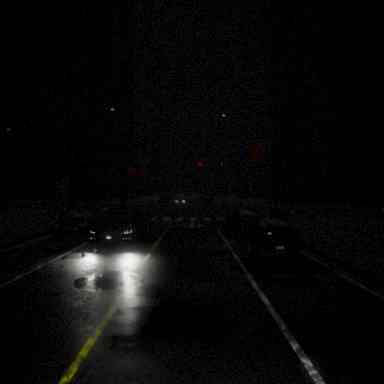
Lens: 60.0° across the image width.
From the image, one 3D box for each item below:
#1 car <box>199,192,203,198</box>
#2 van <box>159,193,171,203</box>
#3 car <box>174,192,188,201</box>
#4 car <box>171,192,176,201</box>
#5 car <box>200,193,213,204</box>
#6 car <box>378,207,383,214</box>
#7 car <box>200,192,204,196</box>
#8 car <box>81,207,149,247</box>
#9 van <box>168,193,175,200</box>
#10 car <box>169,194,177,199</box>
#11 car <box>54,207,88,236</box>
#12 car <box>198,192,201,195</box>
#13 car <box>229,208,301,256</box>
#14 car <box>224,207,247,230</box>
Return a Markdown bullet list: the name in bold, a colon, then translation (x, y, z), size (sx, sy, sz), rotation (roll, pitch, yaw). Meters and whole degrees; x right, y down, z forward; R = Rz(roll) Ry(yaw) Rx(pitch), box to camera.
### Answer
- **car**: translation (3.051, 1.324, 70.804), size (2.008, 1.369, 4.403), rotation (0, 0, 1)
- **van**: translation (-5.523, 1.131, 65.366), size (1.690, 1.788, 3.998), rotation (0, 0, 1)
- **car**: translation (-2.638, 0.975, 79.035), size (2.150, 2.045, 5.566), rotation (0, 0, 1)
- **car**: translation (-5.424, 1.323, 76.391), size (1.947, 1.339, 4.313), rotation (0, 0, 1)
- **car**: translation (2.952, 1.357, 59.779), size (2.008, 1.369, 4.403), rotation (0, 0, 1)
- **car**: translation (21.552, 1.847, 33.099), size (5.357, 1.411, 2.033), rotation (1, 0, 0)
- **car**: translation (3.003, 1.314, 65.461), size (1.752, 1.417, 4.829), rotation (0, 0, 1)
- **car**: translation (-3.072, 1.455, 14.746), size (1.837, 1.490, 4.892), rotation (0, 0, 0)
- **van**: translation (-5.323, 1.066, 87.415), size (1.690, 1.788, 3.998), rotation (0, 0, 1)
- **car**: translation (-5.274, 1.254, 92.928), size (1.887, 1.381, 4.507), rotation (0, 0, 1)
- **car**: translation (-5.762, 1.491, 17.599), size (2.008, 1.369, 4.403), rotation (0, 0, 0)
- **car**: translation (3.102, 1.072, 76.316), size (2.192, 1.841, 5.009), rotation (0, 0, 1)
- **car**: translation (2.764, 1.507, 12.604), size (2.008, 1.369, 4.403), rotation (0, 0, 0)
- **car**: translation (2.763, 1.490, 17.596), size (2.008, 1.369, 4.403), rotation (0, 0, 0)
